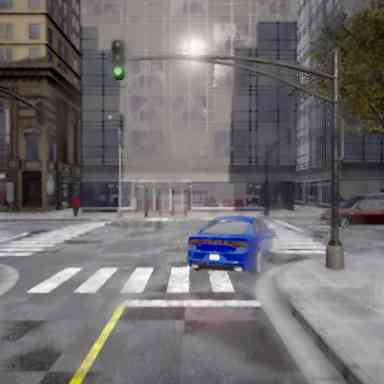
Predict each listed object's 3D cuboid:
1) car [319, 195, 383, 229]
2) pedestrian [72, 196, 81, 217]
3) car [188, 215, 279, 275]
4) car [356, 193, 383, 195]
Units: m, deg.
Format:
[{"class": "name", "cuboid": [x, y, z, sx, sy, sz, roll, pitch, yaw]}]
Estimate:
[{"class": "car", "cuboid": [10.331, 1.264, 20.560, 4.553, 1.767, 2.097, 0, 0, 0]}, {"class": "pedestrian", "cuboid": [-9.726, 1.190, 27.873, 0.375, 1.860, 0.375, 0, 1, 0]}, {"class": "car", "cuboid": [1.509, 1.485, 10.719, 1.882, 1.535, 5.008, -1, 0, 22]}, {"class": "car", "cuboid": [12.537, 1.104, 23.820, 5.566, 2.045, 2.150, 0, 0, 0]}]
